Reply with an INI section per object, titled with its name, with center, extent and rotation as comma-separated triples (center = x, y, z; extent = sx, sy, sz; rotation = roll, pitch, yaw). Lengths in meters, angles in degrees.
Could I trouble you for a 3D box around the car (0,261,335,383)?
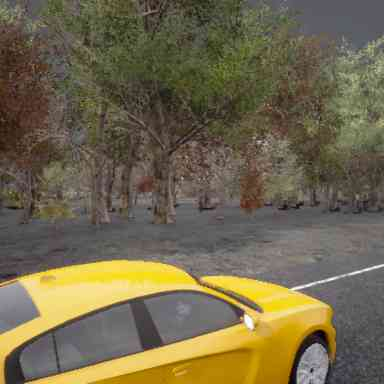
[car]
center = -0.563, 1.478, 3.343
extent = 5.008, 1.535, 1.882
rotation = 0, 0, -35
